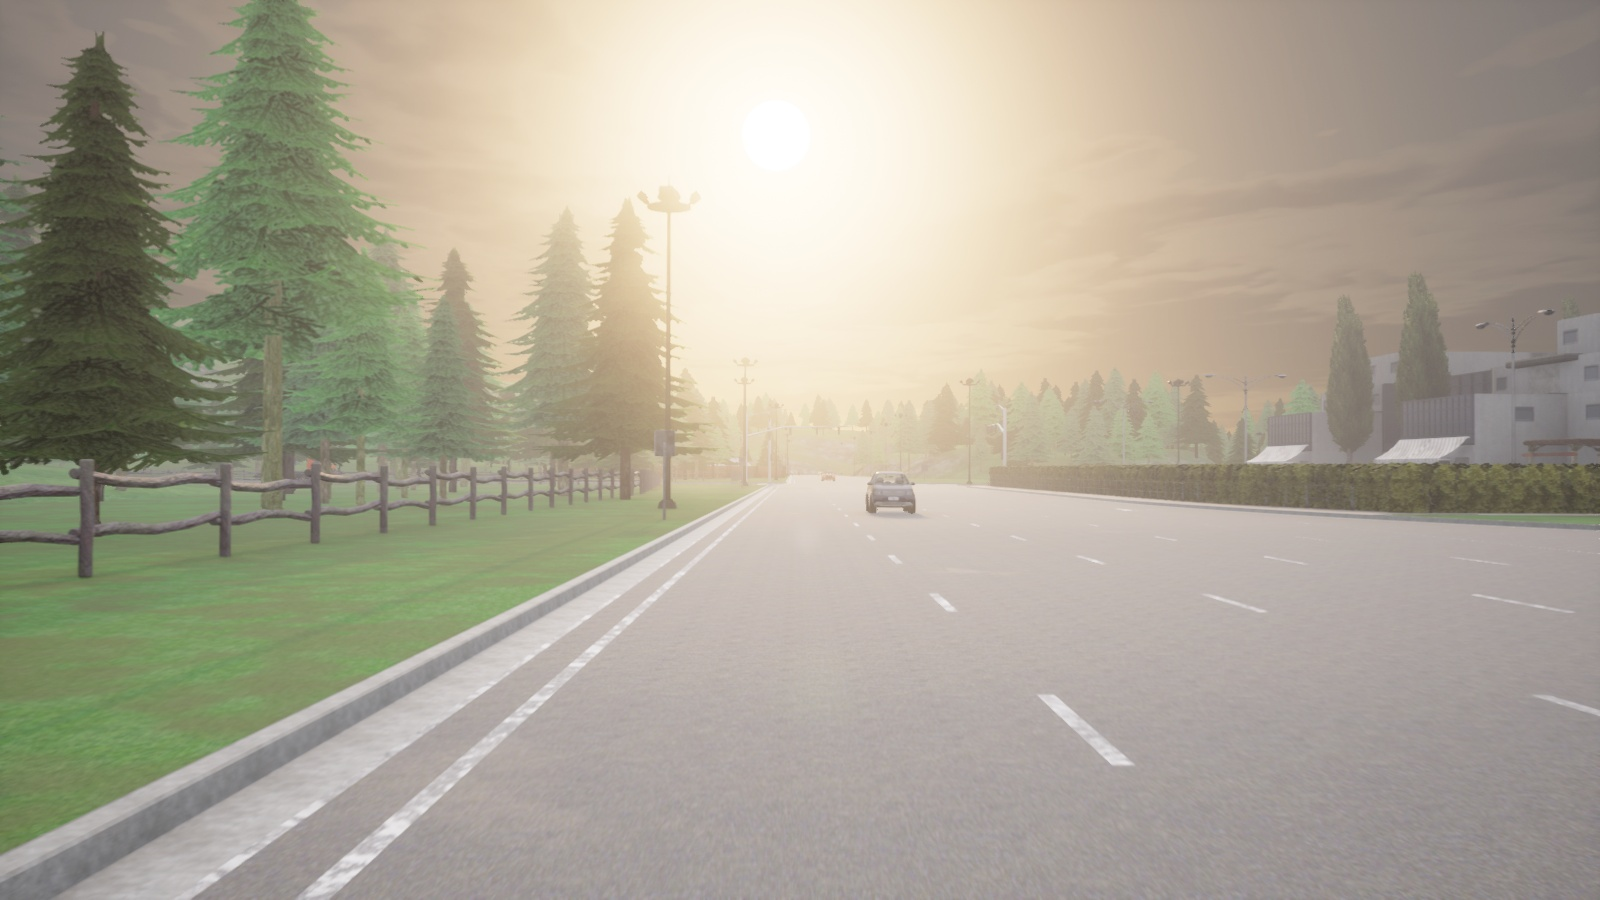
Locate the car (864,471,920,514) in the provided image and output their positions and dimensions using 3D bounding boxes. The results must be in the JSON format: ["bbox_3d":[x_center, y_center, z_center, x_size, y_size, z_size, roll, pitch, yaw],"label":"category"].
[{"bbox_3d":[3.391,1.566,46.954,1.789,1.549,3.705,0,-1,0],"label":"car"}]
